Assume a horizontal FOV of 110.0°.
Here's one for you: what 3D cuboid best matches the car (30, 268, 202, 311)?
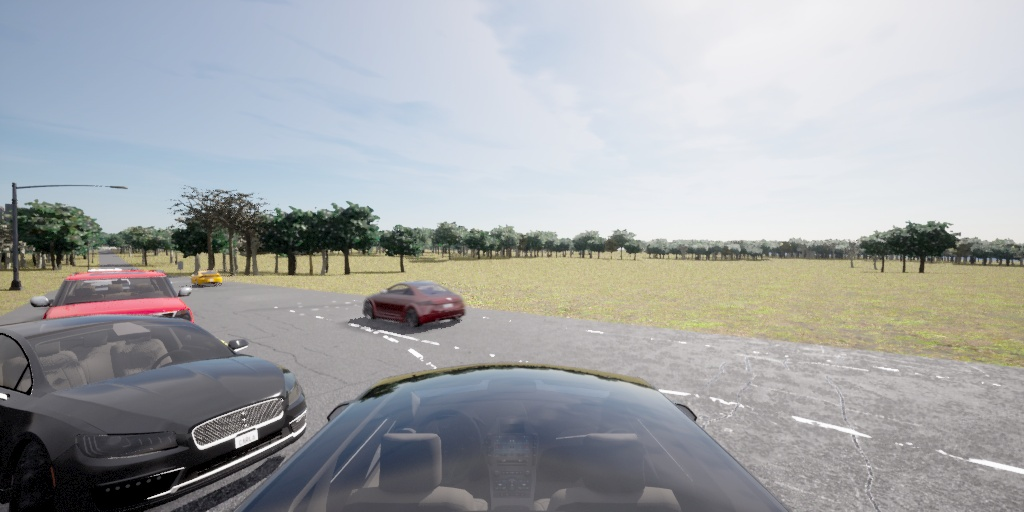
[{"bbox_3d":[-9.463,1.384,8.636,5.566,2.045,2.150,-2,0,41],"label":"car"}]

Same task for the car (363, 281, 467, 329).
[{"bbox_3d":[-3.559,1.599,12.790,4.181,1.385,1.994,-2,0,41],"label":"car"}]

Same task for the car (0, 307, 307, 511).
[{"bbox_3d":[-4.557,1.445,3.985,4.892,1.490,1.837,-3,-3,21],"label":"car"}]

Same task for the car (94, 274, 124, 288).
[{"bbox_3d":[-45.121,2.746,40.264,1.895,1.301,4.718,-1,0,-44],"label":"car"}]

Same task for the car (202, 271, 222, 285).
[{"bbox_3d":[-31.666,2.266,37.138,5.008,1.535,1.882,-2,0,41],"label":"car"}]
